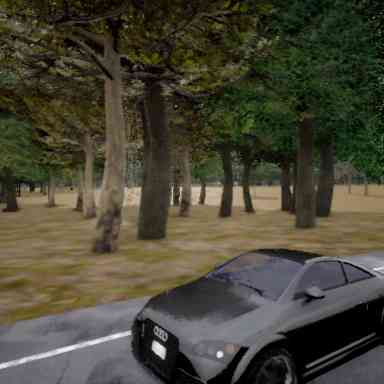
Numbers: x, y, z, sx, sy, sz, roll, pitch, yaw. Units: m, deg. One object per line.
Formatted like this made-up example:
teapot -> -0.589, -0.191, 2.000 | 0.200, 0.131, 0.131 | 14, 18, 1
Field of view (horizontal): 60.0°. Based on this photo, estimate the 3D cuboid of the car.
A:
car -> 1.270, 1.568, 4.827 | 4.181, 1.385, 1.994 | 0, 0, -35
